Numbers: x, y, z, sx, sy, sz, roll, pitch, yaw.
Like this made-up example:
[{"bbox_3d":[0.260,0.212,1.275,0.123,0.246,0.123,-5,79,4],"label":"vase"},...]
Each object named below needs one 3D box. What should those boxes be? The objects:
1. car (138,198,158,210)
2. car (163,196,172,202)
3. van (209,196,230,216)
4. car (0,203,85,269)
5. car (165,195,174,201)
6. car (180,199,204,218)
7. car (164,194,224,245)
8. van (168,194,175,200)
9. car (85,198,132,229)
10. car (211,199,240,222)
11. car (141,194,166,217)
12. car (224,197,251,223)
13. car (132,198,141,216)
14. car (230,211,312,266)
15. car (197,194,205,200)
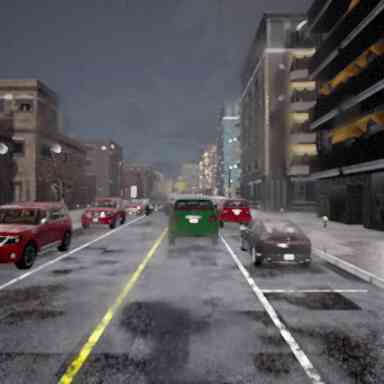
[{"bbox_3d":[-5.756,1.590,43.801,2.008,1.369,4.403,1,0,0],"label":"car"},{"bbox_3d":[-5.903,1.614,81.756,1.887,1.381,4.507,1,0,0],"label":"car"},{"bbox_3d":[2.648,1.371,32.995,1.690,1.788,3.998,1,0,0],"label":"van"},{"bbox_3d":[-5.690,1.326,11.358,2.192,1.841,5.009,1,0,0],"label":"car"},{"bbox_3d":[-5.837,1.618,87.438,1.887,1.381,4.507,1,0,0],"label":"car"},{"bbox_3d":[0.039,1.520,32.040,2.128,1.511,4.902,0,0,0],"label":"car"},{"bbox_3d":[0.070,1.236,15.831,2.150,2.045,5.566,0,0,0],"label":"car"},{"bbox_3d":[-5.844,1.419,93.126,1.690,1.788,3.998,1,0,0],"label":"van"},{"bbox_3d":[-5.711,1.336,22.172,2.192,1.841,5.009,1,0,0],"label":"car"},{"bbox_3d":[2.656,1.465,27.588,1.967,1.590,4.097,1,0,0],"label":"car"},{"bbox_3d":[-3.156,1.250,32.041,2.150,2.045,5.566,0,0,0],"label":"car"},{"bbox_3d":[2.669,1.336,22.181,2.192,1.841,5.009,1,0,0],"label":"car"},{"bbox_3d":[-5.733,1.470,32.987,1.967,1.590,4.097,1,0,0],"label":"car"},{"bbox_3d":[2.685,1.562,11.366,2.008,1.369,4.403,1,0,0],"label":"car"},{"bbox_3d":[2.534,1.518,93.202,1.967,1.590,4.097,1,0,0],"label":"car"}]
